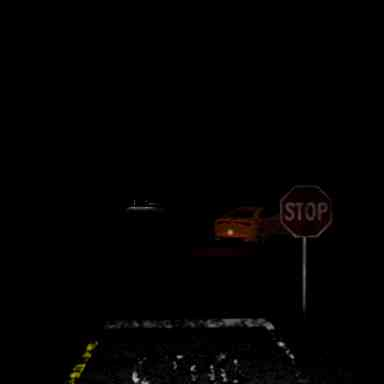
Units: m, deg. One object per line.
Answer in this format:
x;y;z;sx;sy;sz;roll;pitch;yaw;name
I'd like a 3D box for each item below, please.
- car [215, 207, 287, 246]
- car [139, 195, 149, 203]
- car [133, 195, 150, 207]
2.816;1.411;15.188;1.882;1.535;5.008;-1;0;32;car
-9.302;1.354;64.810;1.812;1.442;4.674;0;0;-6;car
-7.363;1.218;48.354;2.097;1.767;4.553;0;0;-7;car
